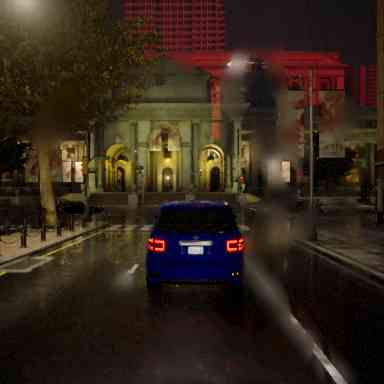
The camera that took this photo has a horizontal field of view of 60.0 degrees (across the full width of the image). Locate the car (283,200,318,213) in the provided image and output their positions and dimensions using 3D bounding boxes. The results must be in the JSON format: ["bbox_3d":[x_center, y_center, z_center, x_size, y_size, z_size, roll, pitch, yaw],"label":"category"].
[{"bbox_3d":[12.651,1.559,36.105,5.357,1.411,2.033,0,0,1],"label":"car"}]

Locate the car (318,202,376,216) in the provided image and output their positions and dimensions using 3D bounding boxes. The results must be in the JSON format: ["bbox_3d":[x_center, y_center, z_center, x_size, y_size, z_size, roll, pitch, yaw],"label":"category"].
[{"bbox_3d":[15.320,1.611,32.582,4.718,1.301,1.895,0,0,1],"label":"car"}]

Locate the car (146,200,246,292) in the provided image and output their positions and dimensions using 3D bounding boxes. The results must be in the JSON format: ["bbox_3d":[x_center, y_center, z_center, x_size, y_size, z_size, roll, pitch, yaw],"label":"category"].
[{"bbox_3d":[0.105,1.225,9.125,2.150,2.045,5.566,0,0,1],"label":"car"}]

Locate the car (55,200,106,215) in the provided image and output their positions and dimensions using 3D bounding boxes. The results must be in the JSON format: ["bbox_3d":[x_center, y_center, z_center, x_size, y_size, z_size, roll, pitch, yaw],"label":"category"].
[{"bbox_3d":[-11.383,1.558,32.832,5.357,1.411,2.033,0,0,1],"label":"car"}]

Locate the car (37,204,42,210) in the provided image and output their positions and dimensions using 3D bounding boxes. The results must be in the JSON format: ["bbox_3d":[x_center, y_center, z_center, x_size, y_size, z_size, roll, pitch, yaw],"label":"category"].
[{"bbox_3d":[-13.953,1.559,36.356,5.357,1.411,2.033,0,0,1],"label":"car"}]
